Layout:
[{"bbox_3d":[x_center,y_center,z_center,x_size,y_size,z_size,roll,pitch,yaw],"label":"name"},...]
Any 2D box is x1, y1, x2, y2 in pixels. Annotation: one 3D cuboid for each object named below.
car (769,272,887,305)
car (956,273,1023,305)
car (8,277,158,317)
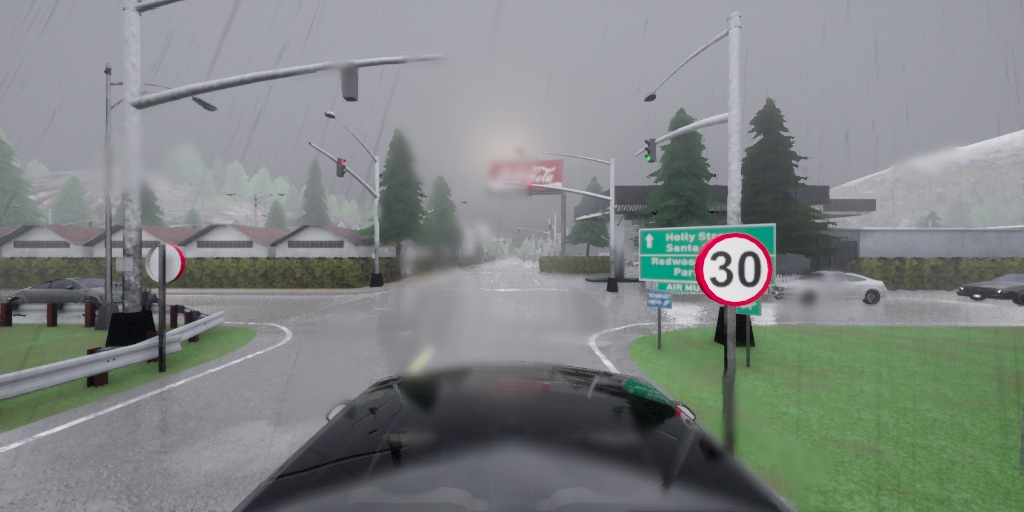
[{"bbox_3d":[14.857,1.467,16.935,4.674,1.442,1.812,0,0,0],"label":"car"},{"bbox_3d":[24.512,1.489,16.807,5.357,1.411,2.033,0,0,1],"label":"car"},{"bbox_3d":[-16.258,1.506,13.735,4.181,1.385,1.994,0,0,1],"label":"car"}]
